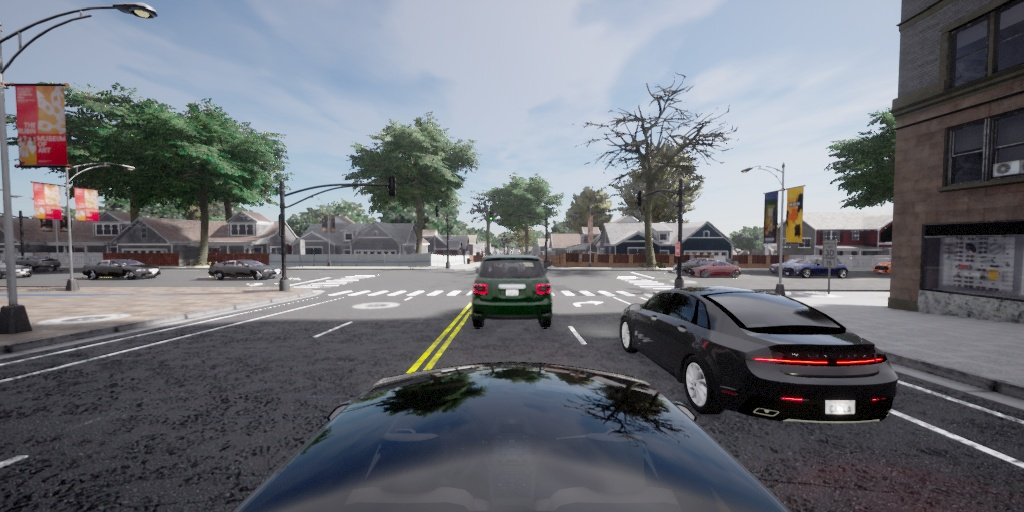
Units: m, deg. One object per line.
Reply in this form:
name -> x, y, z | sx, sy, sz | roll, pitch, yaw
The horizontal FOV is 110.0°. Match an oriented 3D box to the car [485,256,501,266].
car -> -2.864, 0.802, 56.041 | 2.128, 1.511, 4.902 | 0, 0, 1

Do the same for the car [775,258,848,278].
car -> 25.991, 0.949, 30.873 | 4.553, 1.767, 2.097 | 0, 2, 0

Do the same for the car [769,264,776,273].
car -> 27.146, 1.004, 34.125 | 4.674, 1.442, 1.812 | 0, 2, 0

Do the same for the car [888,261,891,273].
car -> 36.190, 1.147, 30.822 | 4.902, 1.511, 2.128 | 0, 2, 0

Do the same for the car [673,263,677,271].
car -> 17.944, 0.925, 34.168 | 4.902, 1.511, 2.128 | 0, 2, 1

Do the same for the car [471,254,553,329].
car -> -0.006, 0.972, 11.416 | 2.150, 2.045, 5.566 | 0, 0, 0

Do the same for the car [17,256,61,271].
car -> -46.620, 0.721, 34.495 | 4.902, 1.511, 2.128 | 0, 2, 1

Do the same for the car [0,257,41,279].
car -> -40.253, 1.025, 27.798 | 4.674, 1.442, 1.812 | 0, 2, 0

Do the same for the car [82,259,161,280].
car -> -30.093, 1.016, 27.719 | 4.902, 1.511, 2.128 | 0, 2, 0

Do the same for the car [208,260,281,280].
car -> -20.534, 1.042, 27.661 | 4.902, 1.511, 2.128 | 0, 2, -2

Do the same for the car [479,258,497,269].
car -> -3.019, 0.953, 46.112 | 1.895, 1.301, 4.718 | 0, 0, 1

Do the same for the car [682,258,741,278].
car -> 17.331, 1.119, 30.923 | 4.181, 1.385, 1.994 | 0, 2, 0

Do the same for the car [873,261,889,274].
car -> 37.305, 0.890, 34.053 | 4.553, 1.767, 2.097 | 0, 2, 1

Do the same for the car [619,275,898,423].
car -> 3.259, 1.253, 5.978 | 1.837, 1.490, 4.892 | 0, 0, 0
